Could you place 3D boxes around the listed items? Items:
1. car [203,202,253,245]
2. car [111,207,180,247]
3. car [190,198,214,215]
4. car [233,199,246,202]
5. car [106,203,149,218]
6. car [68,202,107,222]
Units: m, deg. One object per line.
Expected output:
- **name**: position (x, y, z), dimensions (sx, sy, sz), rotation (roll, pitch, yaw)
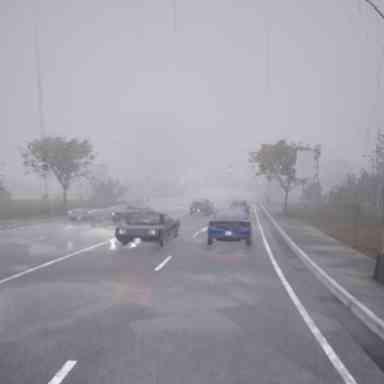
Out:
- **car**: position (1.844, 1.502, 15.830), dimensions (1.882, 1.535, 5.008), rotation (1, 0, 9)
- **car**: position (-1.803, 1.594, 15.237), dimensions (1.895, 1.301, 4.718), rotation (1, 0, 8)
- **car**: position (0.977, 1.359, 32.199), dimensions (1.837, 1.490, 4.892), rotation (1, 1, 9)
- **car**: position (4.701, 1.428, 33.244), dimensions (1.994, 1.385, 4.181), rotation (1, 1, 9)
- **car**: position (-4.158, 1.516, 23.991), dimensions (1.895, 1.301, 4.718), rotation (1, 1, 10)
- **car**: position (-7.481, 1.476, 25.333), dimensions (1.895, 1.301, 4.718), rotation (1, 1, 10)
